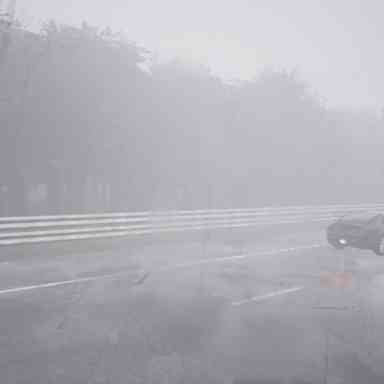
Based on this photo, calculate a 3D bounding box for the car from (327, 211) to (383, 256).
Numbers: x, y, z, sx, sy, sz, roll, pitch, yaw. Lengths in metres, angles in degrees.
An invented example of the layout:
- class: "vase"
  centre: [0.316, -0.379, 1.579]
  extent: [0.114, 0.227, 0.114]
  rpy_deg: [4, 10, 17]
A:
- class: "car"
  centre: [7.381, 1.511, 13.202]
  extent: [4.892, 1.490, 1.837]
  rpy_deg: [0, 0, -34]
